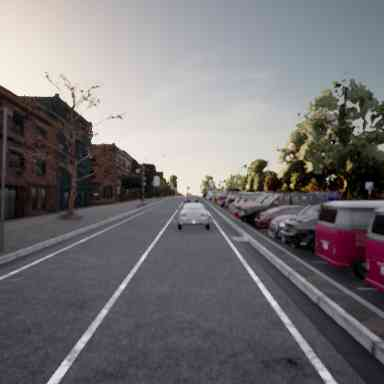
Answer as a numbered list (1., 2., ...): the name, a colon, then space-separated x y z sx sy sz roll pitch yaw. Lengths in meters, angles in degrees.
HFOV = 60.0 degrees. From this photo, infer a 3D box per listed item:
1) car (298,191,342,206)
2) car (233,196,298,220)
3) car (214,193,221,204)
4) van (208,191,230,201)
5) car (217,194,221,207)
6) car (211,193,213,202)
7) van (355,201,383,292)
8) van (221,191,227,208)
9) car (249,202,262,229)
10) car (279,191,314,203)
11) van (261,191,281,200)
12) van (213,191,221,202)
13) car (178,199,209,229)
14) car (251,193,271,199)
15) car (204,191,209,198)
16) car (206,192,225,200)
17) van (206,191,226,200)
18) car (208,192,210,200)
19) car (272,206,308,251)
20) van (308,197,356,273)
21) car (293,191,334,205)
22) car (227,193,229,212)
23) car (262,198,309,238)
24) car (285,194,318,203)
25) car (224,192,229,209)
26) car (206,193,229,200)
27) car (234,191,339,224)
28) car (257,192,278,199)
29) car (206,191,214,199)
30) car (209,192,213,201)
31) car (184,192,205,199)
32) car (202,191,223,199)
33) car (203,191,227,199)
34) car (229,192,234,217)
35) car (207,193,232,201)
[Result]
1. car: 18.681 0.907 48.698 5.566 2.045 2.435 0 0 0
2. car: 5.631 1.198 25.889 4.553 1.767 2.185 0 0 0
3. car: 5.609 1.231 42.710 4.792 1.488 2.163 0 0 0
4. van: 5.715 0.816 70.738 4.442 1.987 1.878 0 0 0
5. car: 5.641 1.242 37.103 5.008 1.535 2.097 0 0 0
6. car: 5.659 1.190 48.316 4.792 1.488 2.163 0 0 0
7. van: 5.807 1.240 6.266 4.442 1.987 1.878 0 0 0
8. van: 5.533 1.036 34.298 4.442 1.987 1.878 0 0 0
9. car: 5.671 1.424 17.481 4.674 1.452 2.002 0 0 0
10. car: 18.665 0.837 59.715 5.566 2.045 2.435 0 0 0
11. van: 18.787 0.782 79.212 4.442 1.987 1.878 0 0 0
12. van: 5.517 0.955 45.511 4.442 1.987 1.878 0 0 0
13. car: 0.098 1.409 20.714 1.812 1.442 4.674 0 1 0
14. car: 18.676 0.989 90.349 5.008 1.535 2.097 0 0 0
15. car: 5.634 0.813 65.131 5.566 2.045 2.435 0 0 0
16. car: 5.559 0.882 79.149 4.553 1.767 2.185 0 0 0
17. van: 5.477 0.794 76.345 4.442 1.987 1.878 0 0 0
18. car: 5.617 1.121 53.919 5.008 1.535 2.097 0 0 0
19. car: 5.676 1.426 11.875 4.892 1.521 2.231 0 0 0
20. van: 5.803 1.220 9.070 4.442 1.987 1.878 0 0 0
21. car: 18.676 0.887 51.360 5.566 2.045 2.435 0 0 0
22. car: 5.627 1.177 28.693 4.553 1.767 2.185 0 0 0
23. car: 5.709 1.279 14.676 4.553 1.767 2.185 0 0 0
24. car: 18.692 1.104 56.930 5.008 1.535 2.097 0 0 0
25. car: 5.685 1.157 31.496 4.553 1.767 2.185 0 0 0
26. car: 5.589 1.032 73.542 4.892 1.521 2.231 0 0 0
27. car: 5.642 1.113 20.282 5.566 2.045 2.435 0 0 0
28. car: 18.638 0.874 81.993 4.553 1.767 2.185 0 0 0
29. car: 5.606 1.077 62.325 4.892 1.521 2.231 0 0 0
30. car: 5.812 1.137 51.119 5.366 1.575 1.946 0 0 0
31. car: 0.098 1.098 40.114 2.097 1.767 4.553 0 0 0
32. car: 5.619 0.739 90.360 5.566 2.045 2.435 0 0 0
33. car: 5.618 0.749 81.950 5.566 2.045 2.435 0 0 0
34. car: 5.638 1.092 23.085 5.566 2.045 2.435 0 0 0
35. car: 5.597 1.053 67.936 5.008 1.535 2.097 0 0 0
